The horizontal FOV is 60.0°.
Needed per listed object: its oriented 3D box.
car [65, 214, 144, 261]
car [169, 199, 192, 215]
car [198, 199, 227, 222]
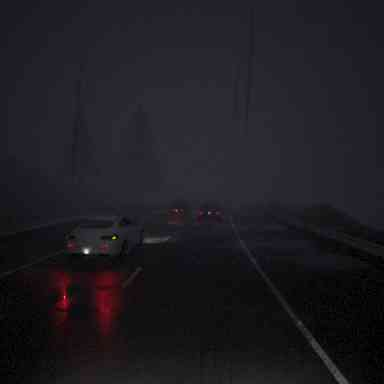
[{"bbox_3d":[-3.029,1.522,12.203,1.812,1.442,4.674,0,0,3],"label":"car"},{"bbox_3d":[-1.149,1.502,33.834,1.837,1.490,4.892,0,0,7],"label":"car"},{"bbox_3d":[1.477,1.547,26.062,2.033,1.411,5.357,0,0,6],"label":"car"}]
